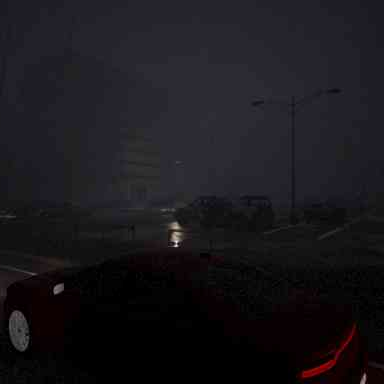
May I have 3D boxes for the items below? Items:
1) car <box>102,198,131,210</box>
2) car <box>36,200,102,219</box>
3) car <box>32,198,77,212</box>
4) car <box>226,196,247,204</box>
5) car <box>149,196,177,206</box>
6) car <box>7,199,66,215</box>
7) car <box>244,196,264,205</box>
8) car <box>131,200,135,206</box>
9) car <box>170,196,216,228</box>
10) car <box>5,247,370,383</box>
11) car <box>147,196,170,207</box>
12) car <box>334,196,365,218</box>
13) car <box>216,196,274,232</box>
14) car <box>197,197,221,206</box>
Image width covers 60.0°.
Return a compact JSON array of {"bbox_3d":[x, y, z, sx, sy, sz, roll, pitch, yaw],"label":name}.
[{"bbox_3d":[-10.372,1.601,41.800,1.895,1.301,4.718,0,0,34],"label":"car"},{"bbox_3d":[-10.468,1.601,28.726,1.895,1.301,4.718,0,0,34],"label":"car"},{"bbox_3d":[-16.166,1.526,39.426,1.812,1.442,4.674,0,0,34],"label":"car"},{"bbox_3d":[8.545,1.492,63.351,2.128,1.511,4.902,0,0,34],"label":"car"},{"bbox_3d":[-4.797,1.492,56.319,2.128,1.511,4.902,0,0,34],"label":"car"},{"bbox_3d":[-15.715,1.547,33.838,2.033,1.411,5.357,0,0,34],"label":"car"},{"bbox_3d":[11.509,1.526,61.496,1.812,1.442,4.674,0,0,34],"label":"car"},{"bbox_3d":[-10.505,1.547,47.882,2.033,1.411,5.357,0,0,33],"label":"car"},{"bbox_3d":[0.953,1.153,20.722,1.932,1.855,4.605,0,0,34],"label":"car"},{"bbox_3d":[-0.520,1.478,4.360,5.008,1.535,1.882,0,0,35],"label":"car"},{"bbox_3d":[-4.698,1.492,50.230,2.128,1.511,4.902,0,0,34],"label":"car"},{"bbox_3d":[15.344,1.395,32.012,1.970,1.475,3.806,0,0,34],"label":"car"},{"bbox_3d":[3.321,1.156,19.057,1.905,1.878,3.866,0,0,34],"label":"car"},{"bbox_3d":[2.798,1.526,54.773,1.812,1.442,4.674,0,0,34],"label":"car"}]
